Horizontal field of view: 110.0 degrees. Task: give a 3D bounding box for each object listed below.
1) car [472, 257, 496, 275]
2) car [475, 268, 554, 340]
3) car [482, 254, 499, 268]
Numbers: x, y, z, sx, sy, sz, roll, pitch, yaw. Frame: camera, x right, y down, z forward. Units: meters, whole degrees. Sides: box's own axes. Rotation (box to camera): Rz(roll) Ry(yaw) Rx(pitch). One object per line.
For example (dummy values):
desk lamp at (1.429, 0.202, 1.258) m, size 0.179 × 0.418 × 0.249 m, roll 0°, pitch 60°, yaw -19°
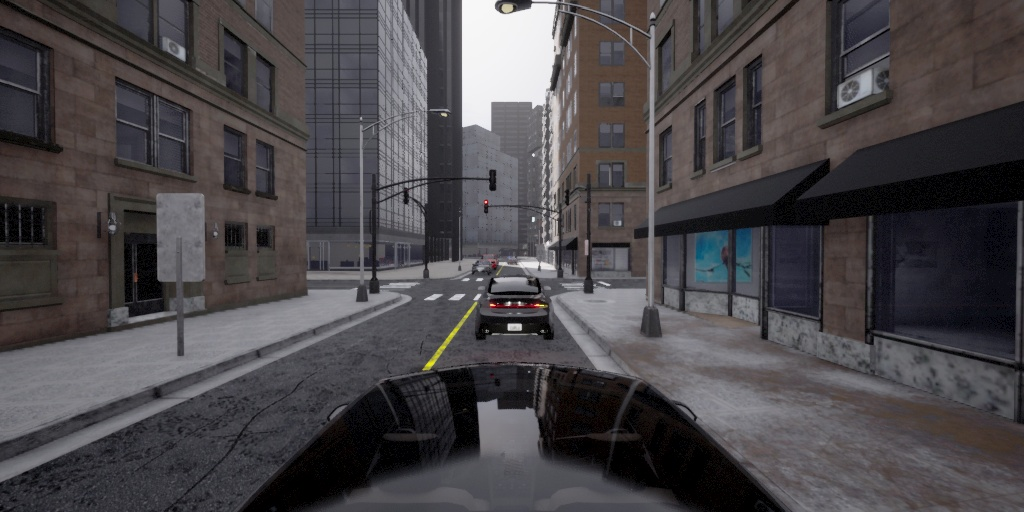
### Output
car at (-3.134, 1.162, 37.962) m, size 2.128 × 1.511 × 4.902 m, roll 0°, pitch 0°, yaw 0°
car at (0.070, 1.252, 9.972) m, size 1.837 × 1.490 × 4.892 m, roll 0°, pitch 0°, yaw 0°
car at (-3.151, 0.808, 48.266) m, size 2.150 × 2.045 × 5.566 m, roll 0°, pitch 1°, yaw 0°
